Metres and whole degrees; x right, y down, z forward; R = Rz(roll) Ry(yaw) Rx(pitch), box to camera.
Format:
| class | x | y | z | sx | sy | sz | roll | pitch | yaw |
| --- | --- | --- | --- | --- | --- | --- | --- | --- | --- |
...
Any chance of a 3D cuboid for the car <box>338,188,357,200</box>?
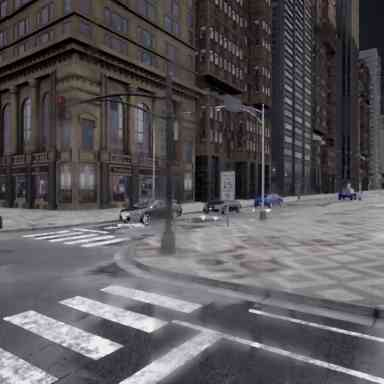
| class | x | y | z | sx | sy | sz | roll | pitch | yaw |
| --- | --- | --- | --- | --- | --- | --- | --- | --- | --- |
| car | 27.047 | 0.361 | 57.845 | 2.150 | 2.045 | 5.566 | 0 | 1 | 36 |

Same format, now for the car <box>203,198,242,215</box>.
| class | x | y | z | sx | sy | sz | roll | pitch | yaw |
| --- | --- | --- | --- | --- | --- | --- | --- | --- | --- |
| car | 2.718 | 1.185 | 29.342 | 1.994 | 1.385 | 4.181 | 0 | 1 | 36 |

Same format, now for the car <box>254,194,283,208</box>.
| class | x | y | z | sx | sy | sz | roll | pitch | yaw |
| --- | --- | --- | --- | --- | --- | --- | --- | --- | --- |
| car | 8.749 | 0.961 | 37.766 | 1.882 | 1.535 | 5.008 | 0 | 1 | 36 |

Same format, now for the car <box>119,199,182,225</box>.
| class | x | y | z | sx | sy | sz | roll | pitch | yaw |
| --- | --- | --- | --- | --- | --- | --- | --- | --- | --- |
| car | -2.616 | 1.236 | 21.893 | 2.128 | 1.511 | 4.902 | 0 | 1 | 36 |
